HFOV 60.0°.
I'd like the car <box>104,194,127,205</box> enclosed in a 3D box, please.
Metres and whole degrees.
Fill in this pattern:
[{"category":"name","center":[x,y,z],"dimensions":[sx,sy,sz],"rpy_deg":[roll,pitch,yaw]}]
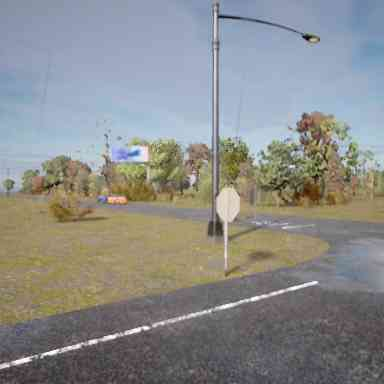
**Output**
[{"category":"car","center":[-12.760,1.203,56.409],"dimensions":[2.097,1.767,4.553],"rpy_deg":[0,0,-33]}]

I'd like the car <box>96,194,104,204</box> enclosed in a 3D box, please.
[{"category":"car","center":[-15.975,1.192,61.120],"dimensions":[2.097,1.767,4.553],"rpy_deg":[0,0,-34]}]
